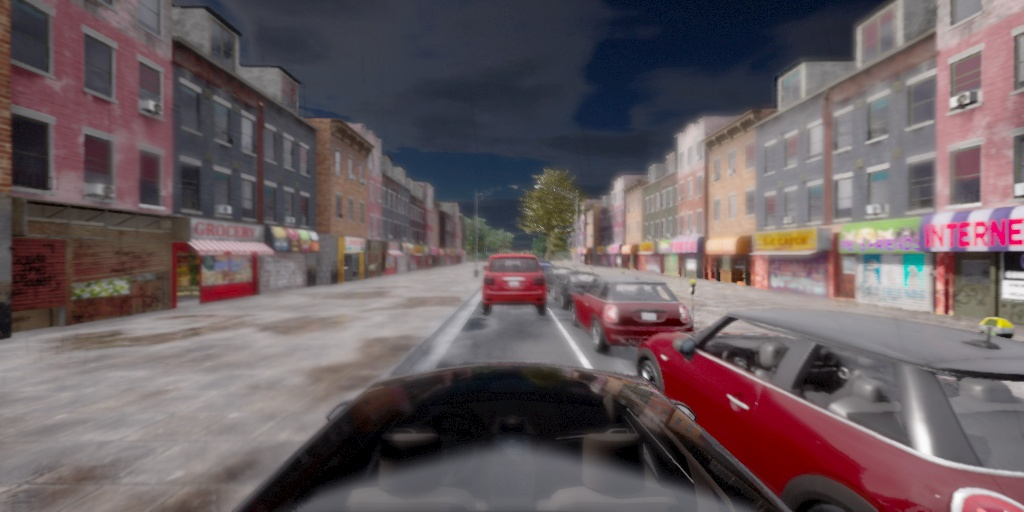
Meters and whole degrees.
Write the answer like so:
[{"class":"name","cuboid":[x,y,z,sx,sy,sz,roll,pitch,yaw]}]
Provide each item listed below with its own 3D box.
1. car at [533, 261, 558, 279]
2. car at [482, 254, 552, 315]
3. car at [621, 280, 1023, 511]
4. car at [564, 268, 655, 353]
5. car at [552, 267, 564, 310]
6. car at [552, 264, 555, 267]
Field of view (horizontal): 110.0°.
[{"class":"car","cuboid":[3.025,1.228,33.301,1.812,1.442,4.674,0,0,0]},{"class":"car","cuboid":[0.090,0.959,13.759,2.150,2.045,5.566,0,0,0]},{"class":"car","cuboid":[2.638,1.189,3.292,1.967,1.591,4.097,0,0,0]},{"class":"car","cuboid":[2.639,1.184,8.840,1.967,1.591,4.097,0,0,0]},{"class":"car","cuboid":[2.639,1.288,14.387,2.007,1.370,4.403,0,0,0]},{"class":"car","cuboid":[2.639,1.278,19.933,2.007,1.370,4.403,0,0,0]}]
